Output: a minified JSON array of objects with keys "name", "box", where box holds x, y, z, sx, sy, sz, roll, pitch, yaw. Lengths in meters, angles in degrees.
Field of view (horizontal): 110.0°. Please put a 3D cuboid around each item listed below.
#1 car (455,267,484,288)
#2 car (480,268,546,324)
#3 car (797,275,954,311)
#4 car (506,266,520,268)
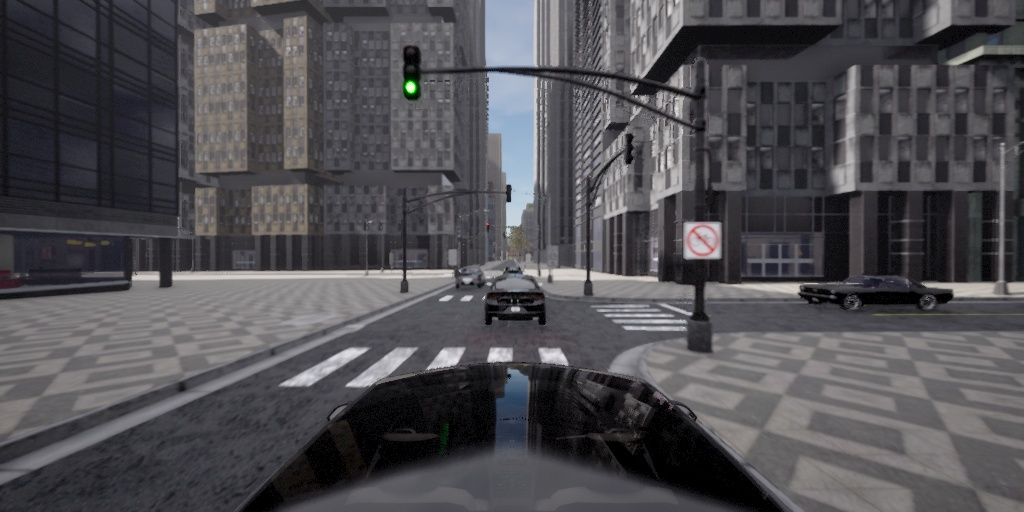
[{"name":"car","box":[-3.083,1.591,27.166,2.128,1.511,4.902,0,-1,0]},{"name":"car","box":[0.103,1.368,12.720,1.882,1.535,5.008,0,0,0]},{"name":"car","box":[14.451,1.451,14.495,4.718,1.301,1.895,0,0,0]},{"name":"car","box":[0.099,1.678,32.727,1.837,1.490,4.892,0,-1,0]}]
